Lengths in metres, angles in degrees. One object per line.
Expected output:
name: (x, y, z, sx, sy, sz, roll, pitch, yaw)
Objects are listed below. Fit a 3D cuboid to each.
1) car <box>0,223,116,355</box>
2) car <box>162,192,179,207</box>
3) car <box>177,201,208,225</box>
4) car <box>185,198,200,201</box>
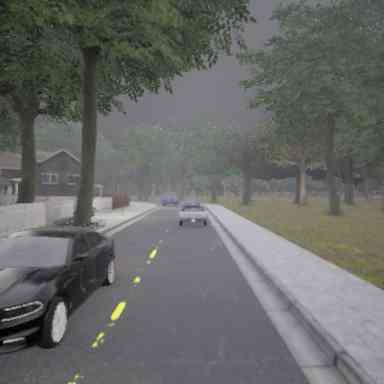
car: (-2.840, 1.454, 6.455, 1.882, 1.535, 5.008, 0, 0, 0)
car: (-3.216, 1.063, 49.317, 2.150, 2.045, 5.566, 1, 0, -10)
car: (0.079, 1.522, 23.321, 1.895, 1.301, 4.718, 0, 0, 0)
car: (0.056, 1.429, 42.472, 1.994, 1.385, 4.181, 0, 0, 0)
